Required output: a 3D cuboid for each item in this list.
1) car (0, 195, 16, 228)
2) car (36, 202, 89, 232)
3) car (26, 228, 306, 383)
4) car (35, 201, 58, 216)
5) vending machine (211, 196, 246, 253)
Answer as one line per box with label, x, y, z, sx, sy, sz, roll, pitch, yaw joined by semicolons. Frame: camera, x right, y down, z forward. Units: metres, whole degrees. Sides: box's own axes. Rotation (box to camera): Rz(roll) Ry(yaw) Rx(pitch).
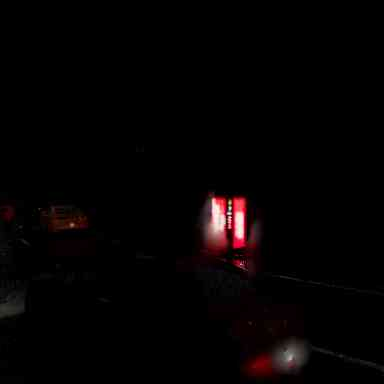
car;-12.827;1.221;21.573;2.150;2.045;5.566;0;0;-27
car;-7.138;1.477;18.393;1.882;1.535;5.008;0;0;-31
car;-0.720;1.526;4.969;4.674;1.442;1.812;0;0;40
car;-14.515;1.600;33.091;1.895;1.301;4.718;0;0;-26
vending machine;1.423;1.195;12.958;1.100;2.100;0.880;0;0;-43
